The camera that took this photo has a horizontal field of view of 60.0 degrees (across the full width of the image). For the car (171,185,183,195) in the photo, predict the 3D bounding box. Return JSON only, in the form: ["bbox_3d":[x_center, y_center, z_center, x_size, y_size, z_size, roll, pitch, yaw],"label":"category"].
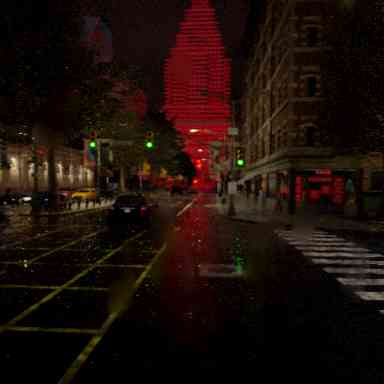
[{"bbox_3d":[-3.248,-0.475,71.276,2.150,2.045,5.566,1,1,4],"label":"car"}]

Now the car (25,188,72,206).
[{"bbox_3d":[-13.805,0.619,32.269,1.812,1.442,4.674,1,1,4],"label":"car"}]

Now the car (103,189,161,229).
[{"bbox_3d":[-2.986,0.889,18.183,2.097,1.767,4.553,1,1,4],"label":"car"}]

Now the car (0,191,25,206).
[{"bbox_3d":[-17.220,0.572,33.647,2.033,1.411,5.357,1,1,4],"label":"car"}]

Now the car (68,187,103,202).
[{"bbox_3d":[-13.177,0.366,41.392,1.882,1.535,5.008,1,1,4],"label":"car"}]

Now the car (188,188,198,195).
[{"bbox_3d":[0.226,-0.112,70.828,2.033,1.411,5.357,1,1,4],"label":"car"}]

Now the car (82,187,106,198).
[{"bbox_3d":[-15.855,0.056,54.107,2.128,1.511,4.902,1,1,4],"label":"car"}]

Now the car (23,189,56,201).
[{"bbox_3d":[-19.791,0.368,43.317,1.895,1.301,4.718,1,1,3],"label":"car"}]
